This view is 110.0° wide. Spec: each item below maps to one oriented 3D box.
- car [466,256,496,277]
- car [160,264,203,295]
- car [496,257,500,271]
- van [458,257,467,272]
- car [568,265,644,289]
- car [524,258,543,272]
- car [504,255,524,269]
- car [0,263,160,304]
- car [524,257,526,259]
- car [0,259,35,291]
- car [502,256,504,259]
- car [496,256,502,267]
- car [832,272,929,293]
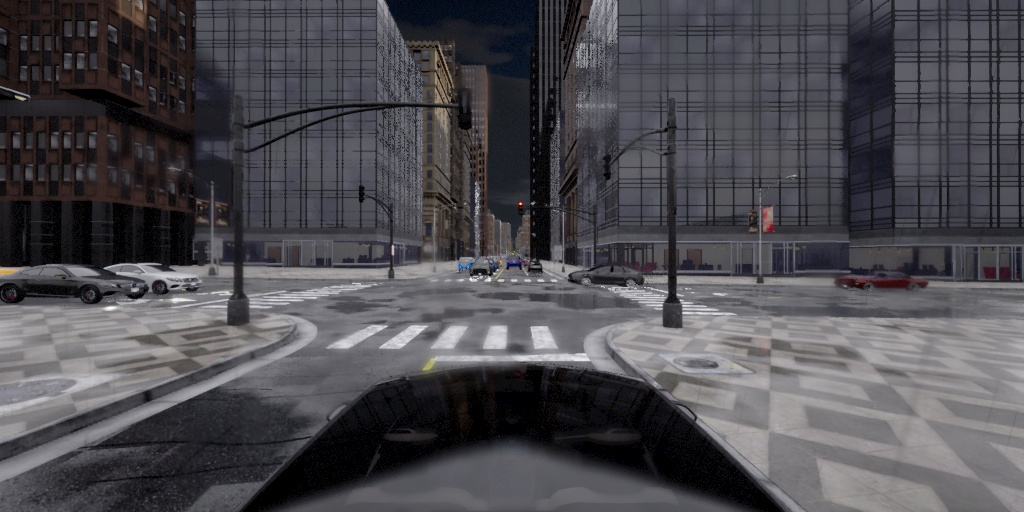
[{"bbox_3d":[-2.966,1.080,35.508,2.097,1.767,4.553,0,0,0],"label":"car"},{"bbox_3d":[-17.762,1.052,17.377,4.674,1.442,1.812,1,0,0],"label":"car"},{"bbox_3d":[-2.932,1.195,44.629,1.882,1.535,5.008,0,0,1],"label":"car"},{"bbox_3d":[-5.691,1.058,44.719,1.690,1.789,3.998,0,0,0],"label":"van"},{"bbox_3d":[6.248,1.342,23.965,4.892,1.490,1.837,2,0,0],"label":"car"},{"bbox_3d":[2.834,1.283,44.673,1.948,1.339,4.313,0,0,0],"label":"car"},{"bbox_3d":[0.315,0.925,53.719,2.150,2.045,5.566,0,0,0],"label":"car"},{"bbox_3d":[-17.234,1.047,14.121,4.674,1.442,1.812,1,0,-1],"label":"car"},{"bbox_3d":[2.926,1.270,61.621,1.802,1.307,4.207,0,0,0],"label":"car"},{"bbox_3d":[-26.907,0.887,17.418,5.008,1.535,1.882,1,0,1],"label":"car"},{"bbox_3d":[-2.792,1.162,63.943,1.882,1.535,5.008,0,0,1],"label":"car"},{"bbox_3d":[-2.876,1.208,54.094,1.837,1.490,4.892,0,0,0],"label":"car"},{"bbox_3d":[24.436,1.714,23.884,4.718,1.301,1.895,1,0,0],"label":"car"}]
